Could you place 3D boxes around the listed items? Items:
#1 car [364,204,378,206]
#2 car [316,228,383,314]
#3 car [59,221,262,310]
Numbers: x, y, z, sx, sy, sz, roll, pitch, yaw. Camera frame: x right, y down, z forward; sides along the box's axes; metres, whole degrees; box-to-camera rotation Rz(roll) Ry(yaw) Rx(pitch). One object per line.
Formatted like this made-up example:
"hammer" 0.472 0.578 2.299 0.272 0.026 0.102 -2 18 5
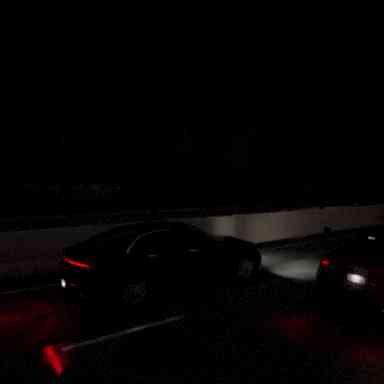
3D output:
"car" 21.192 1.066 40.577 4.718 1.301 1.895 -1 1 -35
"car" 4.519 1.464 7.000 4.181 1.385 1.994 -1 1 -35
"car" -0.474 1.453 7.764 4.892 1.490 1.837 -1 1 -35
